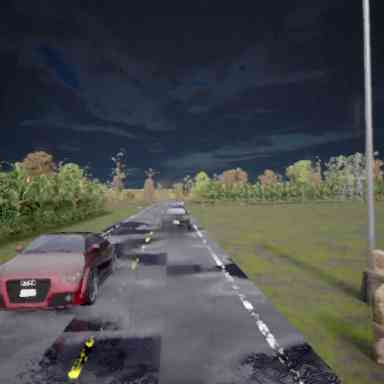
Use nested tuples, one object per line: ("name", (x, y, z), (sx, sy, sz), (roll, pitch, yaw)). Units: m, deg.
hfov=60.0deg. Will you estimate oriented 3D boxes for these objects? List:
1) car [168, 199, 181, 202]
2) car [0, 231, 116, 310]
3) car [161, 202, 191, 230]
("car", (-2.004, 1.586, 38.443), (2.097, 1.767, 4.553), (-1, 0, -3))
("car", (-3.106, 1.671, 8.073), (1.994, 1.385, 4.181), (-1, 0, -3))
("car", (-1.073, 1.666, 22.226), (1.812, 1.442, 4.674), (-1, 0, -3))
